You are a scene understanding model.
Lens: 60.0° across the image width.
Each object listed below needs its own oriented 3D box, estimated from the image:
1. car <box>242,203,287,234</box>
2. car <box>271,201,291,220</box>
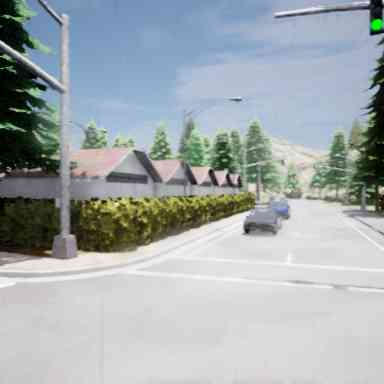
[{"bbox_3d":[4.390,1.635,20.158,2.033,1.411,5.357,0,0,19],"label":"car"},{"bbox_3d":[7.785,1.554,29.865,1.882,1.535,5.008,0,0,20],"label":"car"}]
